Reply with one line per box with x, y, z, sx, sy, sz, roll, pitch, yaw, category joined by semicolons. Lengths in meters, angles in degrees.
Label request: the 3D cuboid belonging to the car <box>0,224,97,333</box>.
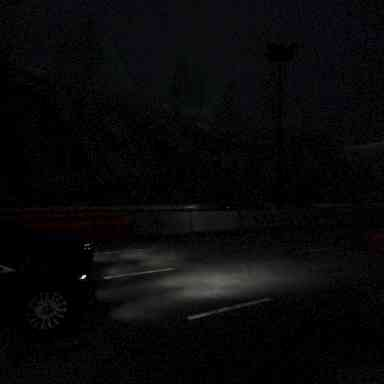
-4.001;1.464;5.129;4.902;1.511;2.128;1;0;-36;car

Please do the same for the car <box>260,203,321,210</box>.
9.050;1.680;29.345;5.357;1.411;2.033;1;0;-26;car

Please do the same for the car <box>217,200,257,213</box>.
5.321;1.684;39.135;4.181;1.385;1.994;1;0;-26;car

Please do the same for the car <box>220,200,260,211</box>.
5.190;1.668;31.260;4.181;1.385;1.994;1;0;-27;car

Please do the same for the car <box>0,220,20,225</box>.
-5.101;1.449;8.617;5.008;1.535;1.882;1;0;-35;car
